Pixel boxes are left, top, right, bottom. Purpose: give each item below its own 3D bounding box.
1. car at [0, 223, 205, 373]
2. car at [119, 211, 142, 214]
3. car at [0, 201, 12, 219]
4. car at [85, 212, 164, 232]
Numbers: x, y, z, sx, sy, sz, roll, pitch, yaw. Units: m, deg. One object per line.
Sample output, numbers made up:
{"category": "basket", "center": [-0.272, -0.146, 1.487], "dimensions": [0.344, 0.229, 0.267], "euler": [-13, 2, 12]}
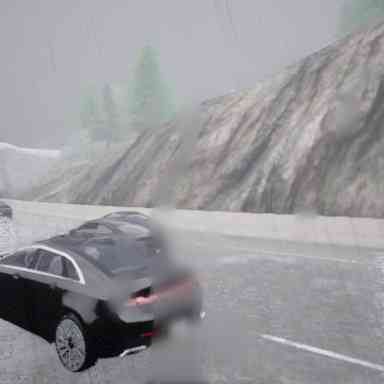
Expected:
{"category": "car", "center": [-2.083, 1.500, 5.686], "dimensions": [4.902, 1.511, 2.128], "euler": [0, 0, 37]}
{"category": "car", "center": [-3.284, 1.589, 15.619], "dimensions": [4.181, 1.385, 1.994], "euler": [0, 0, 40]}
{"category": "car", "center": [-16.882, 1.523, 28.390], "dimensions": [2.128, 1.511, 4.902], "euler": [0, 0, -44]}
{"category": "car", "center": [-2.728, 1.543, 10.634], "dimensions": [4.674, 1.442, 1.812], "euler": [0, 0, 39]}
